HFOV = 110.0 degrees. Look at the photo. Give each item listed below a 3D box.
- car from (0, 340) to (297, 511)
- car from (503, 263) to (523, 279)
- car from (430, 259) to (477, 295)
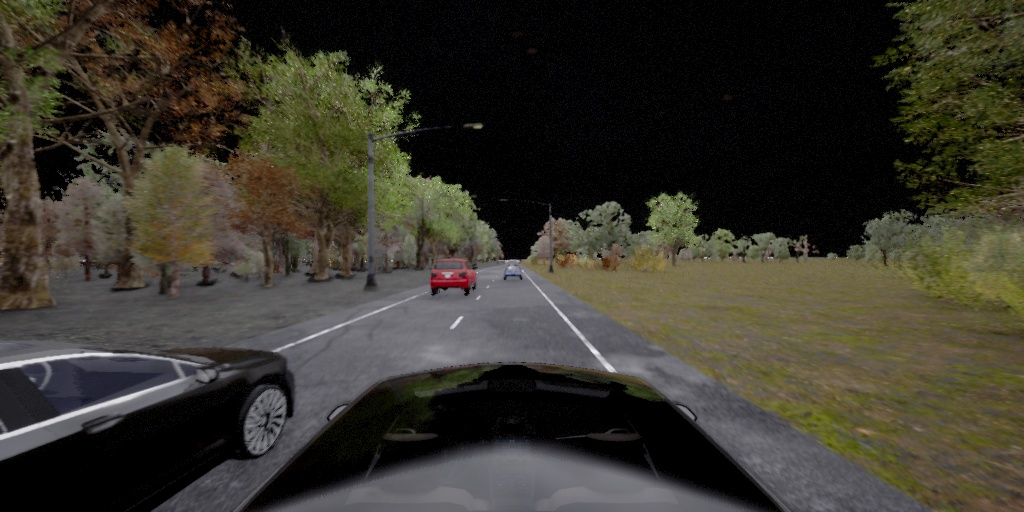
[{"bbox_3d":[-3.401,1.279,2.178,2.128,1.511,4.902,-1,-1,0],"label":"car"},{"bbox_3d":[0.115,1.607,36.549,2.033,1.411,5.357,-1,-1,0],"label":"car"},{"bbox_3d":[-3.395,1.181,21.620,2.150,2.045,5.566,-1,-1,0],"label":"car"}]
